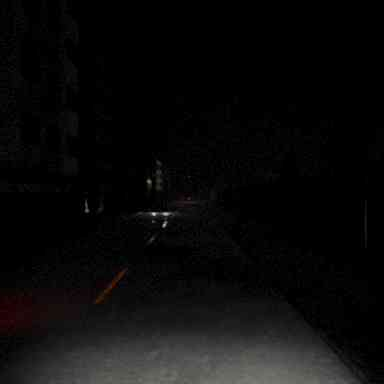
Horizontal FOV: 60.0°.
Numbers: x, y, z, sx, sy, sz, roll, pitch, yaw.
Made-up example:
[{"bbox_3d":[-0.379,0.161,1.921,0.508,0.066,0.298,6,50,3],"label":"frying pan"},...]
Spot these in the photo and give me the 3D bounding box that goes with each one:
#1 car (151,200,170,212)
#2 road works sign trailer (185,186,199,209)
[{"bbox_3d":[-4.051,1.834,43.192,1.812,1.442,4.674,0,0,0],"label":"car"},{"bbox_3d":[0.022,0.849,54.050,2.380,3.560,2.880,0,0,0],"label":"road works sign trailer"}]
